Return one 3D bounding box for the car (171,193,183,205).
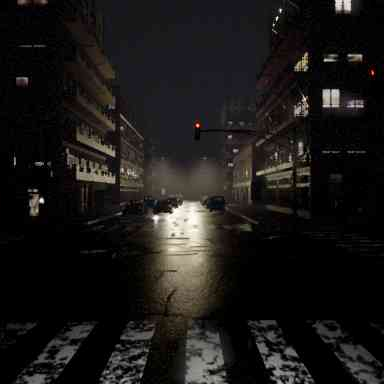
[{"bbox_3d":[-2.747,1.204,57.560,2.150,2.045,5.566,0,0,1],"label":"car"}]

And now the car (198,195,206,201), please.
[{"bbox_3d":[2.648,1.527,87.702,1.947,1.339,4.313,0,0,0],"label":"car"}]

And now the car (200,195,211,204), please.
[{"bbox_3d":[2.627,1.419,65.376,1.967,1.590,4.097,0,0,0],"label":"car"}]

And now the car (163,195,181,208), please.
[{"bbox_3d":[-2.799,1.513,45.424,1.812,1.442,4.674,0,0,0],"label":"car"}]

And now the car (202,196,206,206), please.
[{"bbox_3d":[2.701,1.533,43.051,1.887,1.381,4.507,0,0,0],"label":"car"}]

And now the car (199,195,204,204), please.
[{"bbox_3d":[2.619,1.550,54.213,1.947,1.339,4.313,0,0,0],"label":"car"}]

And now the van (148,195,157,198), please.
[{"bbox_3d":[-5.369,1.329,43.059,1.690,1.788,3.998,0,0,0],"label":"van"}]

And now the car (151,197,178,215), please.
[{"bbox_3d":[-2.818,1.539,33.596,2.033,1.411,5.357,0,0,0],"label":"car"}]

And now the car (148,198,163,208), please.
[{"bbox_3d":[-5.317,1.568,48.640,1.802,1.307,4.206,0,0,0],"label":"car"}]

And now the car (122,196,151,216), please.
[{"bbox_3d":[-5.414,1.432,31.895,1.967,1.590,4.097,0,0,0],"label":"car"}]

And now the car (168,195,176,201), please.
[{"bbox_3d":[-5.233,1.512,87.709,2.008,1.369,4.403,0,0,0],"label":"car"}]

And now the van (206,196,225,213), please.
[{"bbox_3d":[2.730,1.331,36.847,1.690,1.788,3.998,0,0,0],"label":"van"}]

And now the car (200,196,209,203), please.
[{"bbox_3d":[2.632,1.520,70.957,1.887,1.381,4.507,0,0,0],"label":"car"}]

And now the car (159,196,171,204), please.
[{"bbox_3d":[-5.253,1.524,65.383,1.887,1.381,4.507,0,0,0],"label":"car"}]
